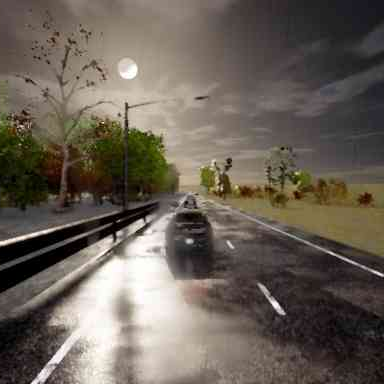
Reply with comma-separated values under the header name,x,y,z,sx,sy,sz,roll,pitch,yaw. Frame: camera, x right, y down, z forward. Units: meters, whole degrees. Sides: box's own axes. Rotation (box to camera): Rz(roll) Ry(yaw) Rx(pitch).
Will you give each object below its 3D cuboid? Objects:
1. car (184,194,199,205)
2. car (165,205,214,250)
name,x,y,z,sx,sy,sz,roll,pitch,yaw
car,-0.244,1.546,50.327,2.128,1.511,4.902,0,0,0
car,-0.110,1.524,14.365,1.837,1.490,4.892,0,0,0
